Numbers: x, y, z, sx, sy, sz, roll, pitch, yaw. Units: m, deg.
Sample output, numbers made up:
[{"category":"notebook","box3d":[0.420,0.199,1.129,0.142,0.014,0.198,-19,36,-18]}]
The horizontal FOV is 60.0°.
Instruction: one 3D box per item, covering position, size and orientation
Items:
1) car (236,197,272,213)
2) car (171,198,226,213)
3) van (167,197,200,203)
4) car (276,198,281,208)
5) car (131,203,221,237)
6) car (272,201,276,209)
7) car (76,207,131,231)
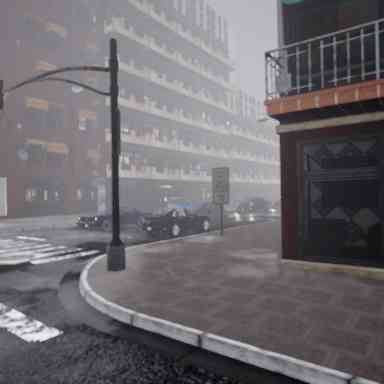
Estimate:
[{"category":"car","box3d":[6.567,1.297,36.369,2.097,1.767,4.553,-1,-1,35]},{"category":"car","box3d":[0.894,1.512,28.431,2.033,1.411,5.357,-1,-1,35]},{"category":"van","box3d":[-0.606,1.354,30.572,1.690,1.788,3.998,-1,-1,36]},{"category":"car","box3d":[12.549,1.402,44.627,1.882,1.535,5.008,-1,-1,36]},{"category":"car","box3d":[-0.678,1.429,16.927,2.008,1.369,4.403,-1,-1,36]},{"category":"car","box3d":[9.122,1.420,44.162,1.967,1.590,4.097,-1,-1,36]},{"category":"car","box3d":[-4.733,1.588,20.564,1.895,1.301,4.718,-1,-1,33]}]
